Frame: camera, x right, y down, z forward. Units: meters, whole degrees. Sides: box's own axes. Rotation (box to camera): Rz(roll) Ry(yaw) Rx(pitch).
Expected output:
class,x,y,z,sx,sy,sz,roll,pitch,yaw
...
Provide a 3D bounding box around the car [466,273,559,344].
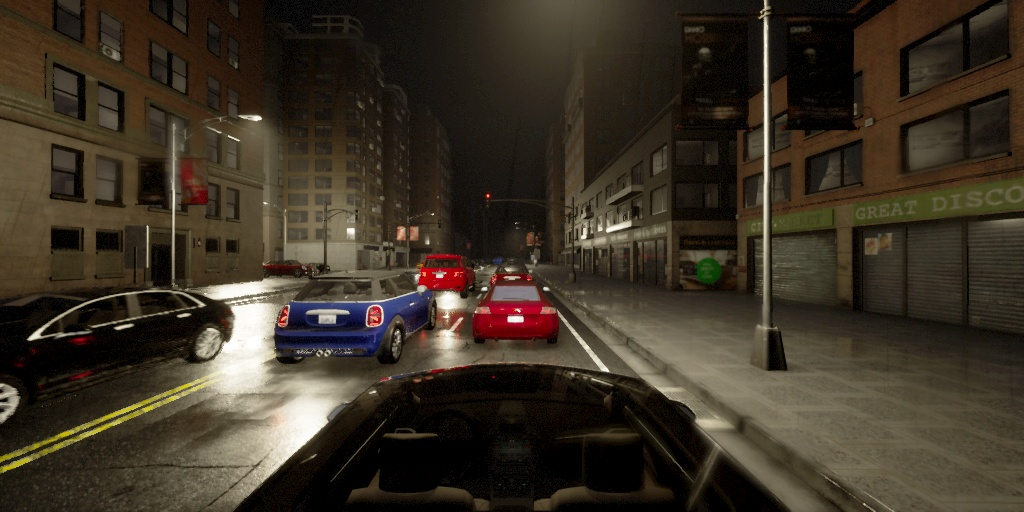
class,x,y,z,sx,sy,sz,roll,pitch,yaw
car,0.092,1.315,9.633,1.994,1.385,4.181,0,0,0

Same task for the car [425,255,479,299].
class,x,y,z,sx,sy,sz,roll,pitch,yaw
car,-3.150,0.974,18.288,2.150,2.045,5.566,0,0,0

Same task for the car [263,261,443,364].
class,x,y,z,sx,sy,sz,roll,pitch,yaw
car,-3.147,1.102,8.249,2.097,1.767,4.553,0,0,0

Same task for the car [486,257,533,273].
class,x,y,z,sx,sy,sz,roll,pitch,yaw
car,0.000,1.104,18.251,2.097,1.767,4.553,0,0,0

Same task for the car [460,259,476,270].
class,x,y,z,sx,sy,sz,roll,pitch,yaw
car,-6.591,1.276,54.506,1.837,1.490,4.892,0,0,0

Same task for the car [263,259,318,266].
class,x,y,z,sx,sy,sz,roll,pitch,yaw
car,-20.793,1.102,33.570,4.553,1.767,2.097,0,0,2

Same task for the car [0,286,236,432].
class,x,y,z,sx,sy,sz,roll,pitch,yaw
car,-6.600,1.256,5.349,1.837,1.490,4.892,0,0,0
